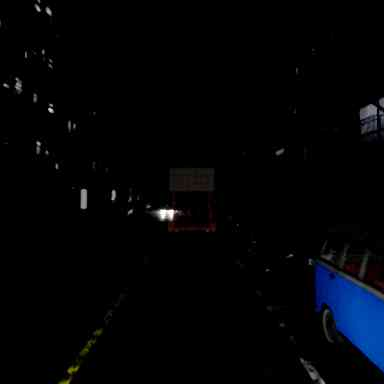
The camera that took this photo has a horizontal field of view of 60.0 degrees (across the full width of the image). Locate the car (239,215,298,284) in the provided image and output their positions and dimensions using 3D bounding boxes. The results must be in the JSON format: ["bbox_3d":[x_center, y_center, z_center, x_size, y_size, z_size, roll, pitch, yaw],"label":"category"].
[{"bbox_3d":[2.691,1.549,9.311,1.947,1.339,4.313,0,0,0],"label":"car"}]

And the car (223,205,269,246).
[{"bbox_3d":[2.692,1.517,14.947,1.887,1.381,4.507,0,0,0],"label":"car"}]

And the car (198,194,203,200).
[{"bbox_3d":[2.696,1.335,88.390,1.752,1.417,4.829,0,0,0],"label":"car"}]

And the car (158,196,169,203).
[{"bbox_3d":[-5.686,1.446,65.679,1.802,1.307,4.206,0,0,0],"label":"car"}]

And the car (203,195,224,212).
[{"bbox_3d":[2.695,1.242,37.492,2.192,1.841,5.009,0,0,0],"label":"car"}]

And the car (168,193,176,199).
[{"bbox_3d":[-5.684,1.237,93.860,1.967,1.590,4.097,0,0,0],"label":"car"}]

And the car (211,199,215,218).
[{"bbox_3d":[2.693,1.501,26.219,2.008,1.369,4.403,0,0,0],"label":"car"}]

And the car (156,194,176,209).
[{"bbox_3d":[-3.087,1.405,43.643,2.128,1.511,4.902,0,0,0],"label":"car"}]

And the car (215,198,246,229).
[{"bbox_3d":[2.693,1.402,20.584,1.967,1.590,4.097,0,0,0],"label":"car"}]

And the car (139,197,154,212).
[{"bbox_3d":[-5.687,1.453,37.326,1.752,1.417,4.829,0,0,0],"label":"car"}]

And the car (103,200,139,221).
[{"bbox_3d":[-5.688,1.517,26.223,1.947,1.339,4.313,0,0,0],"label":"car"}]

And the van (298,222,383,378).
[{"bbox_3d":[2.692,1.334,3.674,1.690,1.788,3.998,0,0,0],"label":"van"}]

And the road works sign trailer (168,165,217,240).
[{"bbox_3d":[0.001,0.434,16.714,2.380,3.560,2.880,0,0,0],"label":"road works sign trailer"}]

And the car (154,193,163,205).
[{"bbox_3d":[-5.686,1.329,54.406,1.967,1.590,4.097,0,0,0],"label":"car"}]
